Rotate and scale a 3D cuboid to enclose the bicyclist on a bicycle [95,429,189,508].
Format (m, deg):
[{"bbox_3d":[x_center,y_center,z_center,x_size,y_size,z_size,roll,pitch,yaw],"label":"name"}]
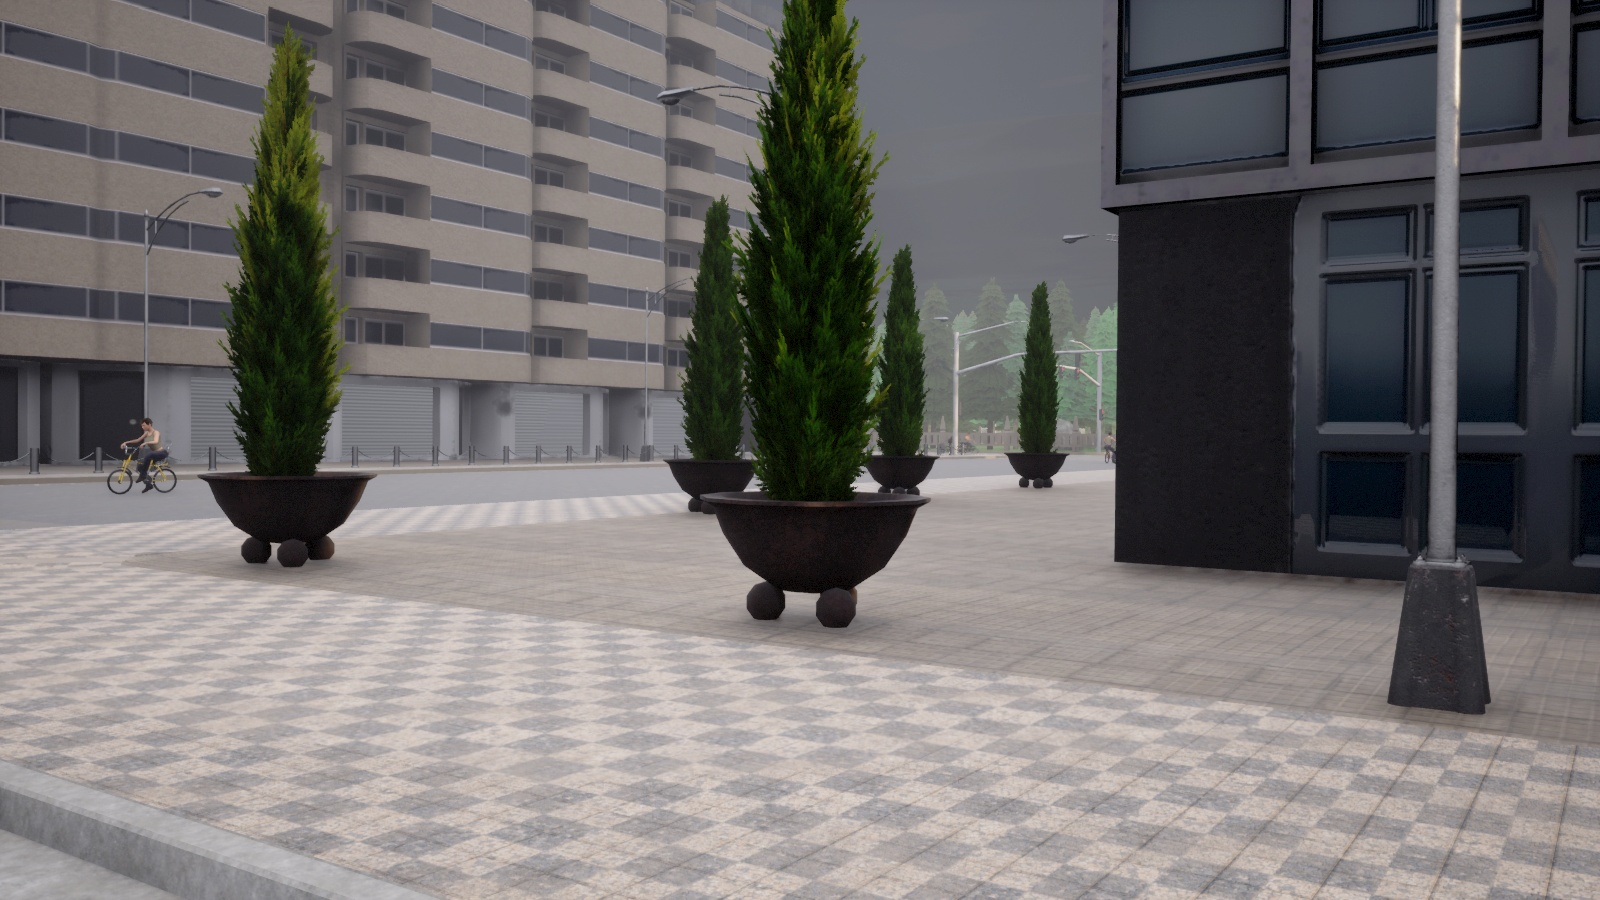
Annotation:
[{"bbox_3d":[-13.916,0.375,26.601,0.866,1.612,1.509,0,1,34],"label":"bicyclist on a bicycle"}]
